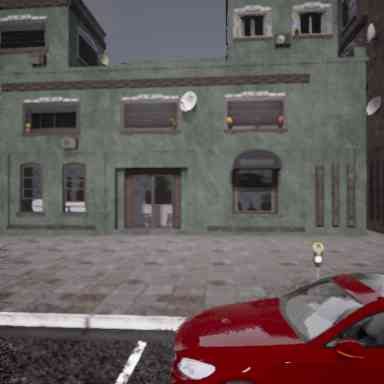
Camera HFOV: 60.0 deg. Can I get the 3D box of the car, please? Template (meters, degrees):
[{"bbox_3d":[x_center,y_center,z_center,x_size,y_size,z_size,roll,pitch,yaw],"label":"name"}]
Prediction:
[{"bbox_3d":[1.877,1.579,3.522,4.206,1.307,1.802,-1,0,5],"label":"car"}]
